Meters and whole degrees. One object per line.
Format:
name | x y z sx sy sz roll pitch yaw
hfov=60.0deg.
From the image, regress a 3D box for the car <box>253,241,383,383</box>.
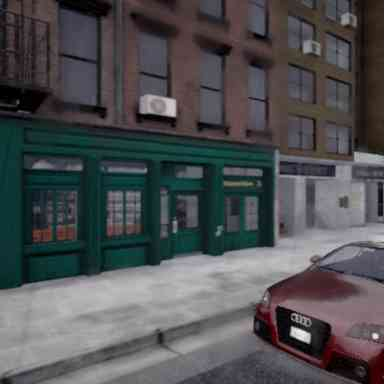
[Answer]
car | 2.925 1.517 5.164 4.181 1.385 1.994 -1 0 -36
